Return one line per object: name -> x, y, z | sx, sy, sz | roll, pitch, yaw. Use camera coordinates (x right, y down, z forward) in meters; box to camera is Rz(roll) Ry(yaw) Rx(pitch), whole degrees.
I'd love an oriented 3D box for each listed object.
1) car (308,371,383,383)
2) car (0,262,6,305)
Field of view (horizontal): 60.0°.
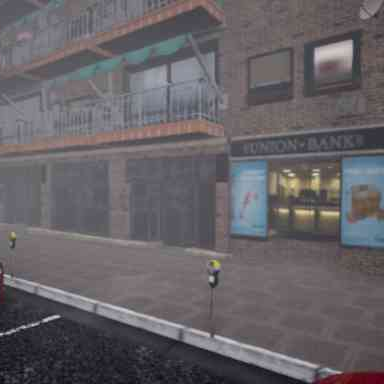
car -> 2.378, 1.542, 0.983 | 4.507, 1.381, 1.887 | 0, 1, 35
car -> -5.414, 1.547, 6.507 | 4.507, 1.381, 1.887 | 0, 1, 35
